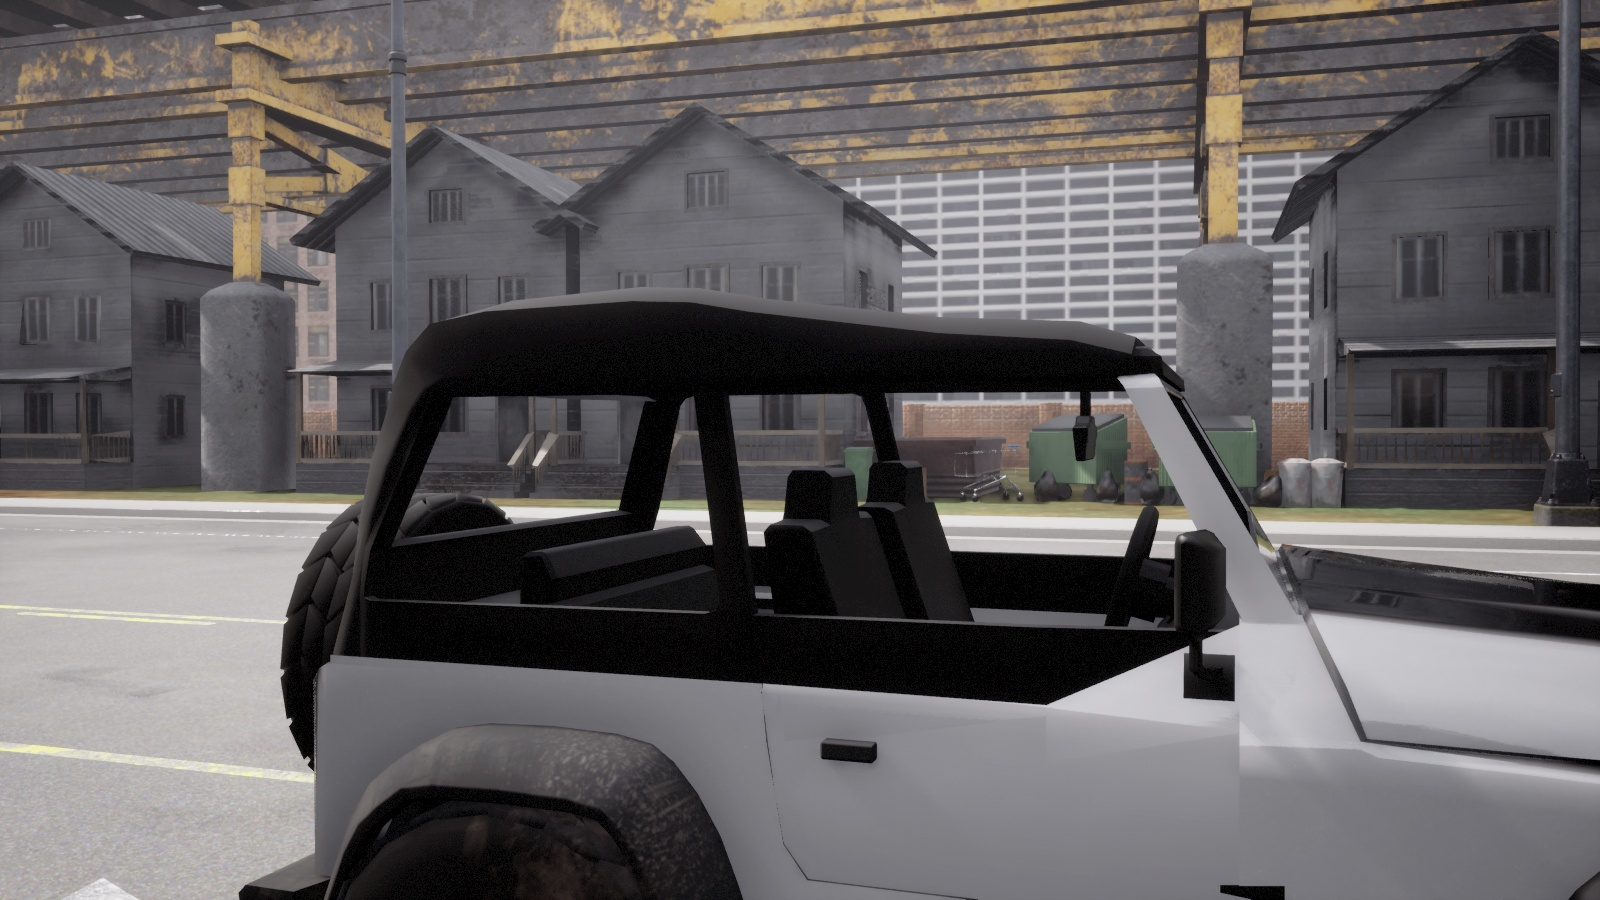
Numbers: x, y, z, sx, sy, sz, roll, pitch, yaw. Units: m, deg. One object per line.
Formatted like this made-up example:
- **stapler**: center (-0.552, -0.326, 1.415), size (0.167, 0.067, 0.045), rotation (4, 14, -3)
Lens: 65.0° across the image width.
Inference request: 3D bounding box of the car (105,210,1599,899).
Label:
- **car**: center (0.641, 0.577, 2.981), size (3.866, 1.878, 1.905), rotation (1, 1, 19)
